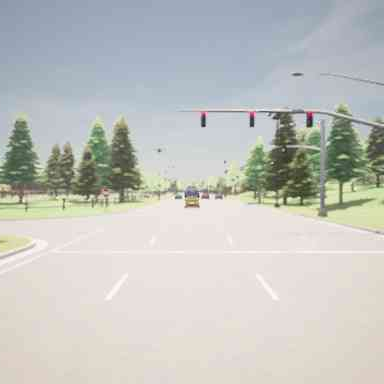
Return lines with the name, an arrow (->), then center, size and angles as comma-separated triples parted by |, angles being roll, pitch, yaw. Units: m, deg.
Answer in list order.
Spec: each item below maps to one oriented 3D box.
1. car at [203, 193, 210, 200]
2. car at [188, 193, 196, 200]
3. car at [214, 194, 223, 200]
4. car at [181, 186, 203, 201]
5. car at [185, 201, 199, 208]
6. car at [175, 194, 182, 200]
car -> 3.500, 1.072, 87.322 | 2.097, 1.767, 4.553 | 0, 0, 0
car -> 0.000, 1.072, 87.322 | 2.097, 1.767, 4.553 | 0, 0, 0
car -> 7.000, 1.242, 87.352 | 2.128, 1.511, 4.902 | 0, 0, 0
car -> 0.000, -0.023, 45.889 | 2.097, 1.767, 4.553 | 0, -1, 0
car -> 0.000, 1.329, 45.906 | 1.882, 1.535, 5.008 | 0, 0, 0
car -> -3.500, 1.269, 87.319 | 1.994, 1.385, 4.181 | 0, 0, 0
